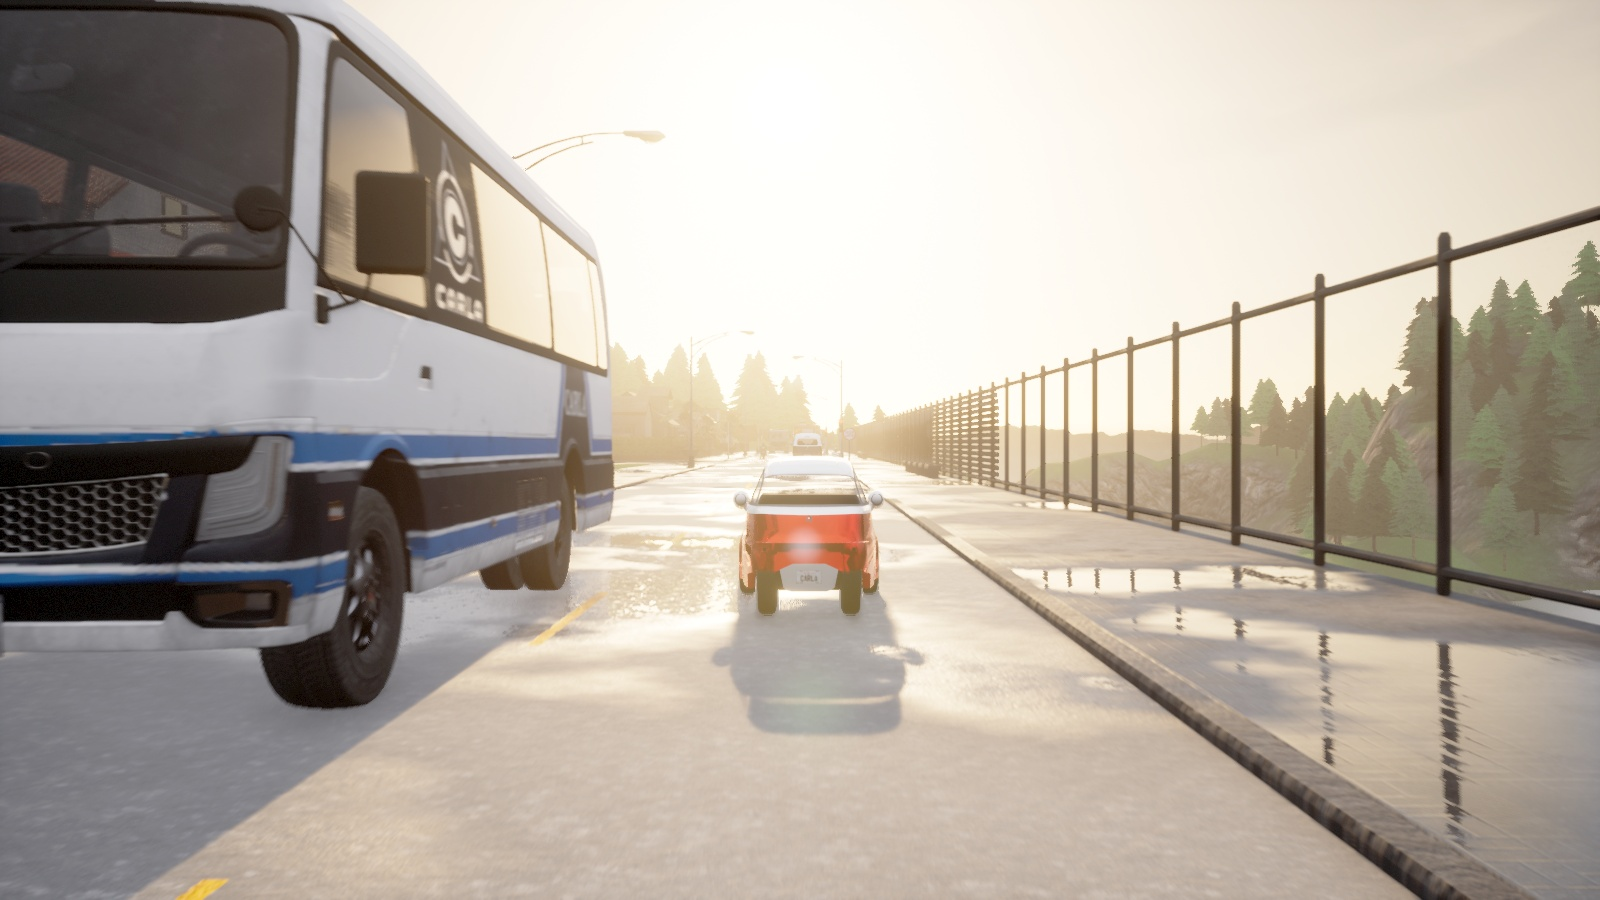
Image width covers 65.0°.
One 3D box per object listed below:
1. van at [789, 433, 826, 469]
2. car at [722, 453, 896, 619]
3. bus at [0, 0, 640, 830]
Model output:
[{"bbox_3d":[0.431,0.059,72.968,2.069,2.038,4.480,0,0,0],"label":"van"},{"bbox_3d":[0.082,0.735,11.751,1.481,1.376,2.207,0,1,0],"label":"car"},{"bbox_3d":[-3.926,-0.689,9.991,3.944,4.253,10.273,0,0,0],"label":"bus"}]
